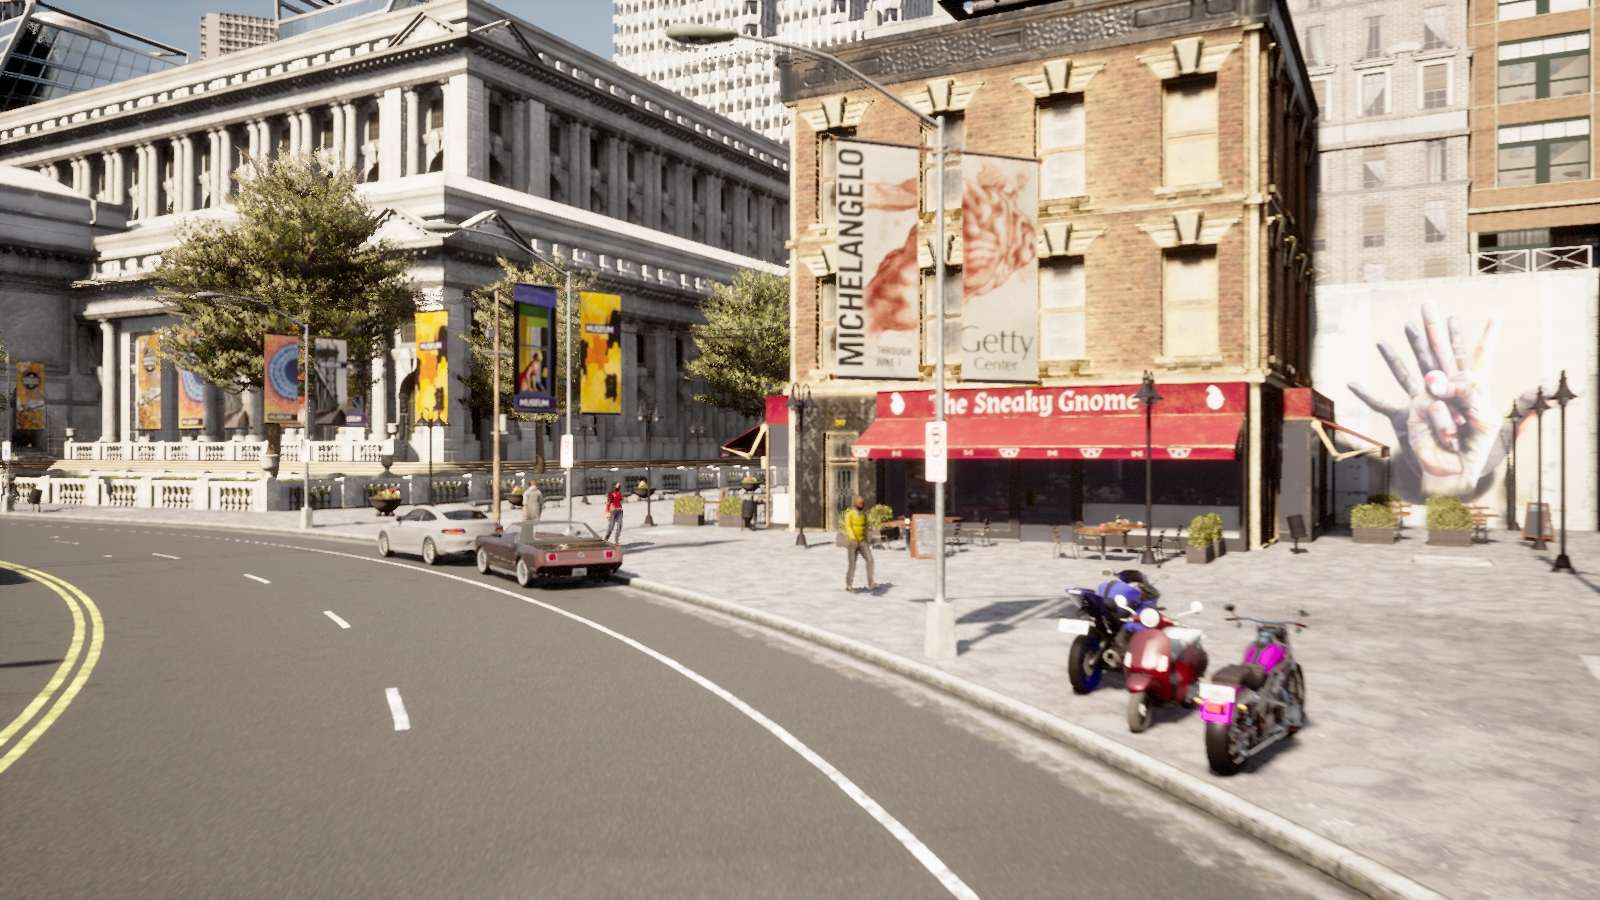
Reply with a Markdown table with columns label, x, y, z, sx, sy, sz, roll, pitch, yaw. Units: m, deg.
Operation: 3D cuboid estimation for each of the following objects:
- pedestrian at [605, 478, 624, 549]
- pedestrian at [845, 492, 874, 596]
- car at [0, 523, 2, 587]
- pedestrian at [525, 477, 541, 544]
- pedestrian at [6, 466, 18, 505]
| label | x | y | z | sx | sy | sz | roll | pitch | yaw |
| --- | --- | --- | --- | --- | --- | --- | --- | --- | --- |
| pedestrian | -4.970 | 1.700 | 30.608 | 0.375 | 1.860 | 0.375 | 0 | 0 | -43 |
| pedestrian | 1.084 | 1.696 | 20.801 | 0.375 | 1.860 | 0.375 | 0 | 0 | -31 |
| car | -18.719 | 2.159 | 24.487 | 1.895 | 1.301 | 4.718 | 0 | 0 | -44 |
| pedestrian | -7.486 | 1.698 | 32.026 | 0.375 | 1.860 | 0.375 | 0 | 0 | -23 |
| pedestrian | -38.063 | 1.707 | 55.161 | 0.375 | 1.860 | 0.375 | 0 | 0 | 35 |
